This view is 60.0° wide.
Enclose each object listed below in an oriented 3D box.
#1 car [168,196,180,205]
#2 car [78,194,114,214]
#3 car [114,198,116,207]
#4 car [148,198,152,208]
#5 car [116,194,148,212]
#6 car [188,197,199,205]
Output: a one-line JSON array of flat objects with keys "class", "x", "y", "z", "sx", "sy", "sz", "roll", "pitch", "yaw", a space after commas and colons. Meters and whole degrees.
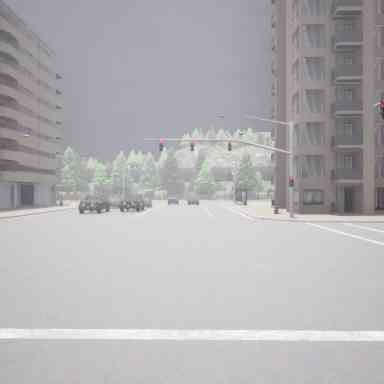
[{"class": "car", "x": -3.363, "y": 1.526, "z": 60.018, "sx": 1.812, "sy": 1.442, "sz": 4.674, "roll": 0, "pitch": 0, "yaw": 0}, {"class": "car", "x": -10.514, "y": 1.221, "z": 36.253, "sx": 2.150, "sy": 2.045, "sz": 5.566, "roll": 0, "pitch": 0, "yaw": 0}, {"class": "car", "x": -10.484, "y": 1.526, "z": 45.856, "sx": 1.812, "sy": 1.442, "sz": 4.674, "roll": 0, "pitch": 0, "yaw": 0}, {"class": "car", "x": -6.969, "y": 1.526, "z": 48.986, "sx": 1.812, "sy": 1.442, "sz": 4.674, "roll": 0, "pitch": 0, "yaw": 0}, {"class": "car", "x": -7.005, "y": 1.221, "z": 39.457, "sx": 2.150, "sy": 2.045, "sz": 5.566, "roll": 0, "pitch": 0, "yaw": 0}, {"class": "car", "x": 0.233, "y": 1.564, "z": 58.360, "sx": 1.994, "sy": 1.385, "sz": 4.181, "roll": 0, "pitch": 0, "yaw": 0}]
